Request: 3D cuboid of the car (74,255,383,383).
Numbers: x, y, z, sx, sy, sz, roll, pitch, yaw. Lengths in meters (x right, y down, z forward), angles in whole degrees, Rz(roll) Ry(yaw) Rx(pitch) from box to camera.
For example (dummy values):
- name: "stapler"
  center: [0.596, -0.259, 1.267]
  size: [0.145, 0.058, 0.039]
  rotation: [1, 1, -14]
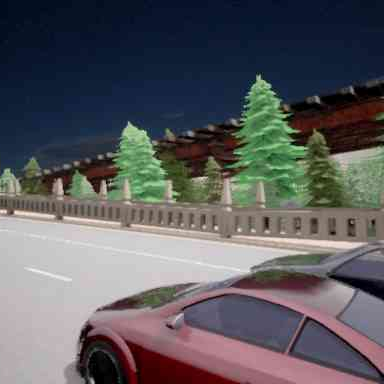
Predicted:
- name: "car"
  center: [0.672, 1.550, 3.484]
  size: [4.181, 1.385, 1.994]
  rotation: [1, 0, 36]

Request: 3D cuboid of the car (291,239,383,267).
- name: "car"
  center: [3.634, 1.539, 5.666]
  size: [5.357, 1.411, 2.033]
  rotation: [0, 0, 36]
